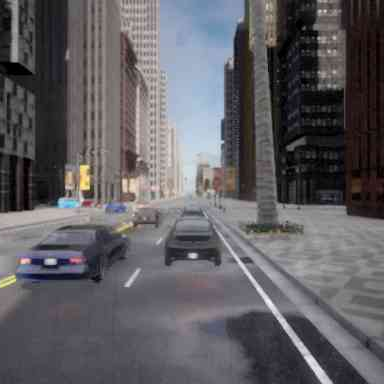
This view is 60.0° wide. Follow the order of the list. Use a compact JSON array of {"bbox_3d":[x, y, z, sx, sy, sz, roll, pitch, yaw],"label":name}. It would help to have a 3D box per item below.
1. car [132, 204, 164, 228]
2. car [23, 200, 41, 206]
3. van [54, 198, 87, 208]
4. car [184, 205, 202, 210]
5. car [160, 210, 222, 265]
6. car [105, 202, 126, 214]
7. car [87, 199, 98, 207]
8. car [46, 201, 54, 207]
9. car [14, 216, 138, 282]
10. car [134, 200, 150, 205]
[{"bbox_3d":[-3.220,1.869,25.134,2.033,1.411,5.357,0,-1,1],"label":"car"},{"bbox_3d":[-31.892,2.129,65.227,4.403,1.369,2.008,1,-1,0],"label":"car"},{"bbox_3d":[-20.670,1.970,56.665,3.998,1.788,1.690,1,-1,0],"label":"van"},{"bbox_3d":[0.052,1.856,27.314,1.837,1.490,4.892,0,0,0],"label":"car"},{"bbox_3d":[0.051,1.663,12.324,1.837,1.490,4.892,0,0,0],"label":"car"},{"bbox_3d":[-9.797,2.036,42.937,1.882,1.535,5.008,0,-1,0],"label":"car"},{"bbox_3d":[-20.642,2.118,65.189,4.097,1.590,1.967,1,-1,0],"label":"car"},{"bbox_3d":[-26.267,2.194,65.207,4.313,1.339,1.947,1,-1,0],"label":"car"},{"bbox_3d":[-3.222,1.677,10.134,2.033,1.411,5.357,0,-1,1],"label":"car"},{"bbox_3d":[-6.540,1.926,44.174,2.097,1.767,4.553,0,-1,0],"label":"car"}]
